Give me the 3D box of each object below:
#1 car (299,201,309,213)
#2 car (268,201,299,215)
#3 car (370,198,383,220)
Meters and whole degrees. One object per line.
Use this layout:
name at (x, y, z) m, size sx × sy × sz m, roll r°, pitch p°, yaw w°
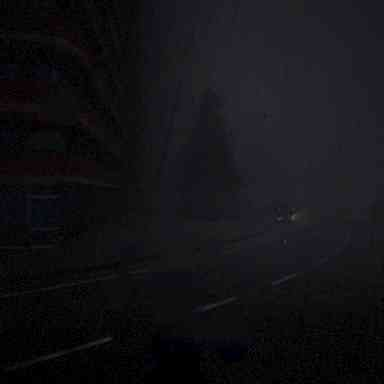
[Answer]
car at (12.916, 1.825, 42.128) m, size 2.033 × 1.411 × 5.357 m, roll 0°, pitch 0°, yaw -5°
car at (9.746, 1.748, 36.754) m, size 1.837 × 1.490 × 4.892 m, roll 0°, pitch -1°, yaw -3°
car at (16.541, 1.398, 27.101) m, size 2.150 × 2.045 × 5.566 m, roll 0°, pitch 0°, yaw 9°
